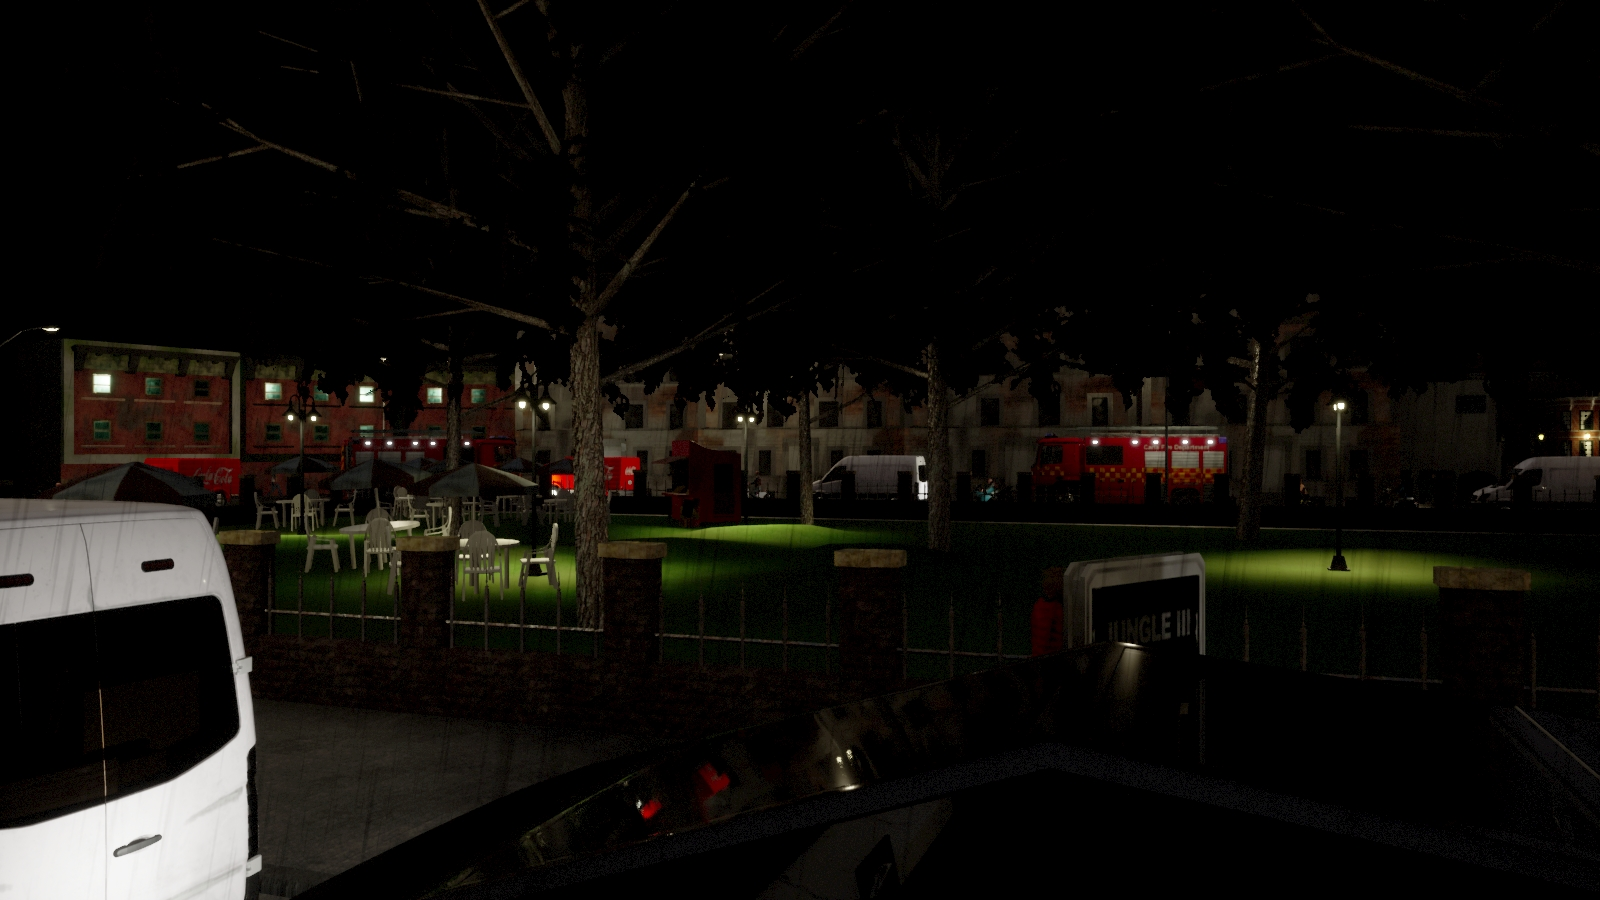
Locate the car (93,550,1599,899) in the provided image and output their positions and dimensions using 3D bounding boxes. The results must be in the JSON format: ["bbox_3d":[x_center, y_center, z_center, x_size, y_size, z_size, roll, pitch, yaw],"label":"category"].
[{"bbox_3d":[1.308,1.534,3.365,6.274,2.098,2.390,0,0,20],"label":"car"}]

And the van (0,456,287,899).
[{"bbox_3d":[-5.749,1.318,5.932,5.915,2.561,1.988,0,0,20],"label":"van"}]

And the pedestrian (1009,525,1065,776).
[{"bbox_3d":[1.842,1.526,8.858,0.375,1.860,0.375,0,0,20],"label":"pedestrian"}]
